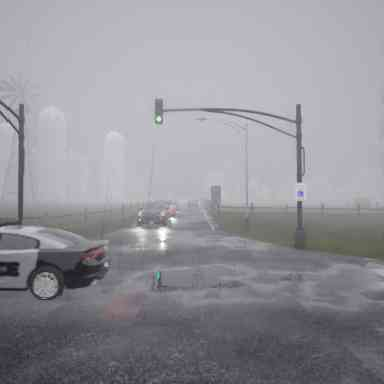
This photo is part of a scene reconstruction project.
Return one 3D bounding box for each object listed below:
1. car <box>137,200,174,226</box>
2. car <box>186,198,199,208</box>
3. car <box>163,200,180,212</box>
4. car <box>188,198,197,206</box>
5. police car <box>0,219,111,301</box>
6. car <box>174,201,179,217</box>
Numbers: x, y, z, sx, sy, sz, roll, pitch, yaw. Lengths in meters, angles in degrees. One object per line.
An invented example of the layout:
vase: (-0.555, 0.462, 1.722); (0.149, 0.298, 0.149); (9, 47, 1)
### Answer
car: (-2.829, 1.555, 25.485); (2.097, 1.767, 4.553); (0, 0, 1)
car: (0.113, 1.917, 56.834); (2.128, 1.511, 4.902); (0, 0, 0)
car: (-2.747, 1.905, 46.463); (2.033, 1.411, 5.357); (0, 0, 0)
car: (0.140, 2.012, 67.255); (1.837, 1.490, 4.892); (0, 0, 0)
police car: (-4.624, 1.498, 7.943); (5.238, 1.638, 1.930); (1, -1, 0)
car: (-2.780, 1.625, 35.061); (2.097, 1.767, 4.553); (0, 0, 0)
